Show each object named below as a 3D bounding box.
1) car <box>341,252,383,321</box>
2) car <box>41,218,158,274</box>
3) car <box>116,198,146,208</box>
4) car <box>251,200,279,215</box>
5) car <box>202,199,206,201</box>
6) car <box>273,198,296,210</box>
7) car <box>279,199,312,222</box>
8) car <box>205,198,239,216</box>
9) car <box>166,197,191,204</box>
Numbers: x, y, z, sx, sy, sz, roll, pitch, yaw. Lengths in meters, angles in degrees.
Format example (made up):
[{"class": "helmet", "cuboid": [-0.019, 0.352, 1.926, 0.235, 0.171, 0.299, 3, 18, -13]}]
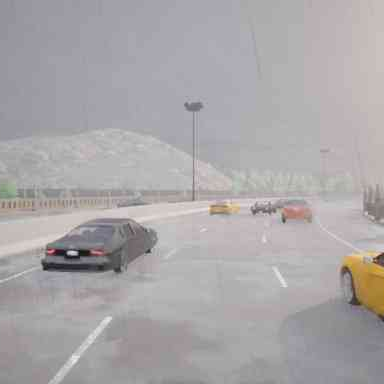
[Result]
[{"class": "car", "cuboid": [3.911, 1.478, 4.964, 1.882, 1.535, 5.008, 0, 0, 4]}, {"class": "car", "cuboid": [-2.577, 1.549, 10.651, 2.033, 1.411, 5.357, 0, 0, 8]}, {"class": "car", "cuboid": [-7.791, 1.509, 43.038, 1.837, 1.490, 4.892, 0, 0, 25]}, {"class": "car", "cuboid": [7.415, 1.604, 33.769, 1.895, 1.301, 4.718, 0, 0, 23]}, {"class": "car", "cuboid": [2.533, 1.568, 47.959, 1.994, 1.385, 4.181, 0, 0, 30]}, {"class": "car", "cuboid": [11.957, 1.567, 42.940, 1.994, 1.385, 4.181, 0, 0, 29]}, {"class": "car", "cuboid": [8.330, 1.354, 26.320, 2.097, 1.767, 4.553, 0, 0, 18]}, {"class": "car", "cuboid": [3.244, 1.480, 32.752, 1.882, 1.535, 5.008, 0, 0, 21]}, {"class": "car", "cuboid": [-1.848, 1.482, 47.248, 1.882, 1.535, 5.008, 0, 0, 28]}]
